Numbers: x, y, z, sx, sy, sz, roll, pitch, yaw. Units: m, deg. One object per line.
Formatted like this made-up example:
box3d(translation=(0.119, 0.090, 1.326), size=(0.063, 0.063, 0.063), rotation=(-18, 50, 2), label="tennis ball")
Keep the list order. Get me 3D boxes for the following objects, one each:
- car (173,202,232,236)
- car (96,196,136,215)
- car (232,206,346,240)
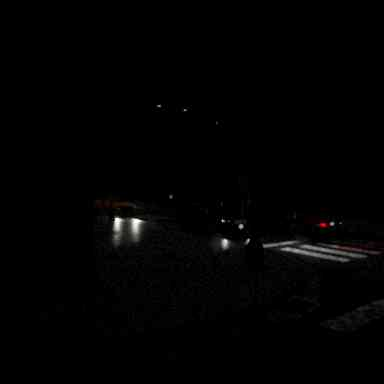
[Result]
box3d(translation=(0.837, 1.270, 17.175), size=(2.128, 1.511, 4.902), rotation=(0, 1, -35), label="car")
box3d(translation=(-6.362, 1.055, 27.426), size=(1.882, 1.535, 5.008), rotation=(0, 1, -35), label="car")
box3d(translation=(4.565, 1.363, 16.085), size=(2.033, 1.411, 5.357), rotation=(0, 1, -32), label="car")
